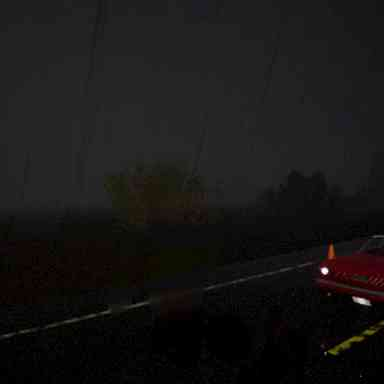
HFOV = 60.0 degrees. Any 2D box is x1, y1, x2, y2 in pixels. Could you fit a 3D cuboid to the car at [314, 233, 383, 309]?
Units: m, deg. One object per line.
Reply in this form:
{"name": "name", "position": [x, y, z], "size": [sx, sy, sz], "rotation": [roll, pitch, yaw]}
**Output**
{"name": "car", "position": [4.687, 1.592, 7.200], "size": [4.718, 1.301, 1.895], "rotation": [0, 0, -38]}

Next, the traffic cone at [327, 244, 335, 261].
{"name": "traffic cone", "position": [4.460, 1.962, 10.630], "size": [0.340, 0.580, 0.340], "rotation": [0, 0, -39]}
